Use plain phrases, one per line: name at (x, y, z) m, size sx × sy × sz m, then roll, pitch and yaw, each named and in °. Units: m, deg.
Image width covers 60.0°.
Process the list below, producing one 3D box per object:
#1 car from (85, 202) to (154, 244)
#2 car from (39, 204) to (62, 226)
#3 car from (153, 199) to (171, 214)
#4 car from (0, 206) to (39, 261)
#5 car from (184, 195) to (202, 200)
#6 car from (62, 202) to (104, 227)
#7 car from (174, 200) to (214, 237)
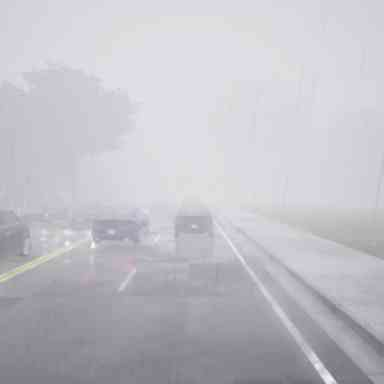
car at (-3.150, 1.414, 15.510) m, size 1.882 × 1.535 × 5.008 m, roll 0°, pitch 0°, yaw 0°
car at (-9.749, 1.507, 22.809) m, size 1.895 × 1.301 × 4.718 m, roll 0°, pitch 0°, yaw 0°
car at (-3.165, 1.410, 33.745) m, size 2.033 × 1.411 × 5.357 m, roll 0°, pitch 0°, yaw 0°
car at (-6.593, 1.314, 9.608) m, size 2.097 × 1.767 × 4.553 m, roll 0°, pitch 0°, yaw 0°
car at (0.104, 1.185, 40.658) m, size 2.097 × 1.767 × 4.553 m, roll 0°, pitch 0°, yaw 0°
car at (-6.512, 1.419, 21.800) m, size 1.837 × 1.490 × 4.892 m, roll 0°, pitch 0°, yaw 0°
car at (0.100, 1.405, 17.632) m, size 1.882 × 1.535 × 5.008 m, roll 0°, pitch 0°, yaw 0°
